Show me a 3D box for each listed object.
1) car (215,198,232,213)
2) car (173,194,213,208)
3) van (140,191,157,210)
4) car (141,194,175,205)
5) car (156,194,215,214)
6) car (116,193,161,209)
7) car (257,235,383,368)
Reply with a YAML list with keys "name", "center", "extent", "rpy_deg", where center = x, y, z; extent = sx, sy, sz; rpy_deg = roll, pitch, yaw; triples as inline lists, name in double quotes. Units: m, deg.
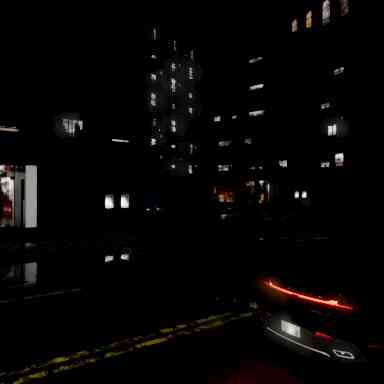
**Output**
- name: "car"
  center: [1.487, 1.132, 30.908]
  extent: [4.674, 1.442, 1.812]
  rpy_deg: [1, 1, 37]
- name: "car"
  center: [0.071, 1.044, 39.240]
  extent: [4.403, 1.369, 2.008]
  rpy_deg: [1, 0, 37]
- name: "van"
  center: [-4.991, 0.818, 32.568]
  extent: [3.998, 1.788, 1.690]
  rpy_deg: [1, 0, 37]
- name: "car"
  center: [-4.342, 0.964, 42.564]
  extent: [4.206, 1.307, 1.802]
  rpy_deg: [1, 0, 37]
- name: "car"
  center: [-0.584, 1.139, 29.242]
  extent: [4.403, 1.369, 2.008]
  rpy_deg: [1, 0, 37]
- name: "car"
  center: [-5.920, 0.911, 36.490]
  extent: [4.902, 1.511, 2.128]
  rpy_deg: [1, 1, 37]
- name: "car"
  center: [3.260, 1.508, 5.638]
  extent: [4.892, 1.490, 1.837]
  rpy_deg: [0, 0, -35]
